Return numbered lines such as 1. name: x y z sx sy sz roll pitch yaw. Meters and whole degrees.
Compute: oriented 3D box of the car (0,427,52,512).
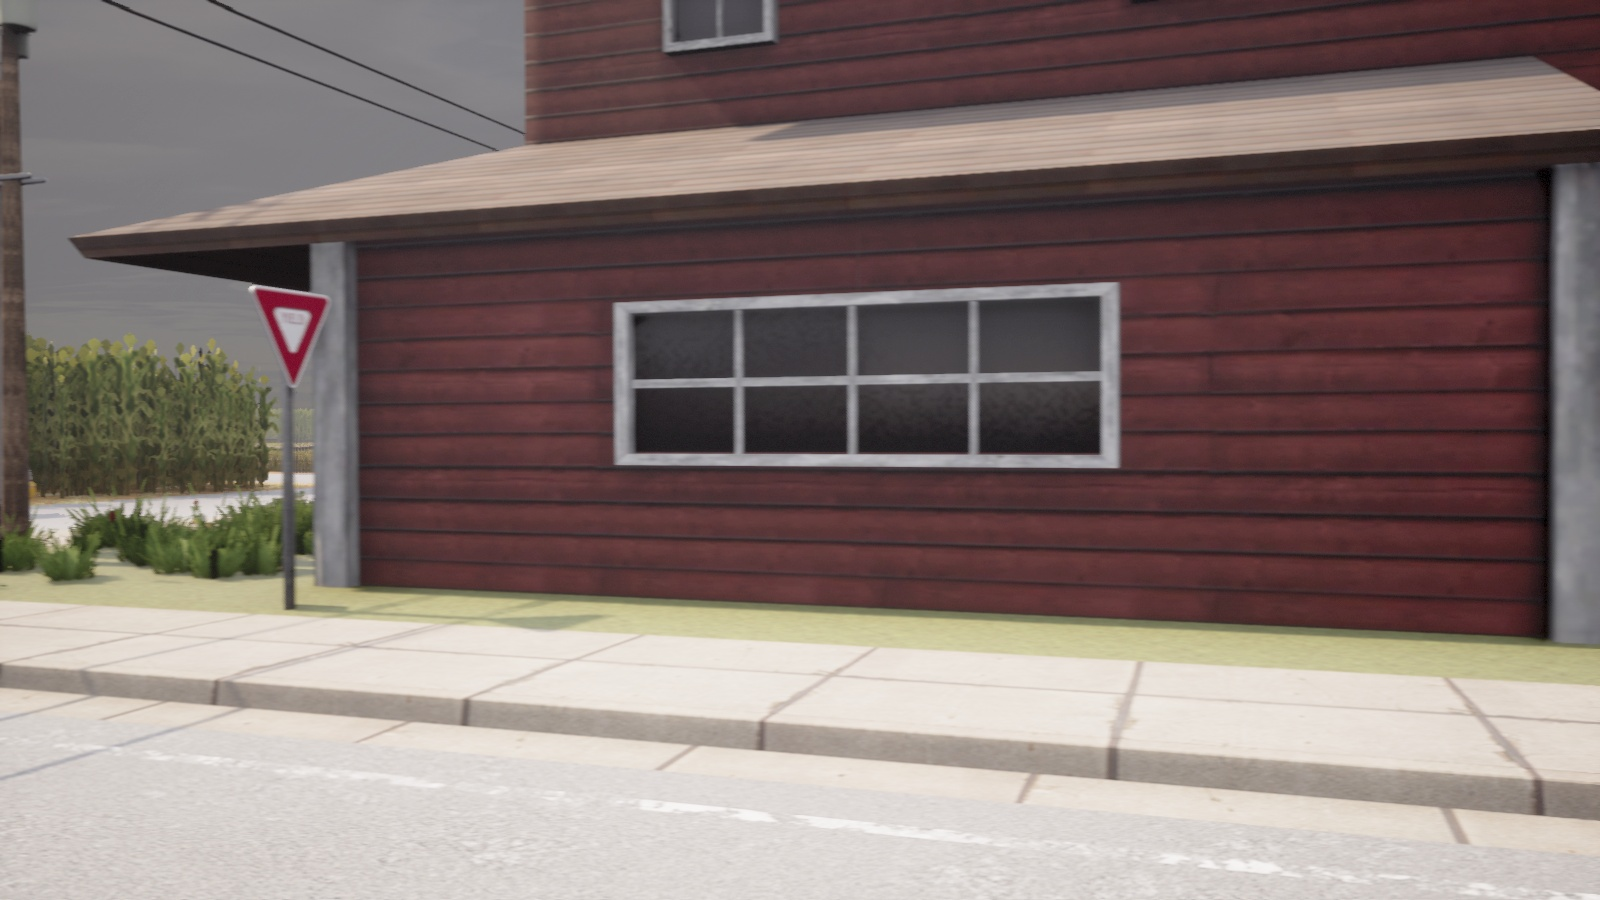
1. car: -16.295 0.375 22.189 1.801 1.575 5.366 1 1 19
